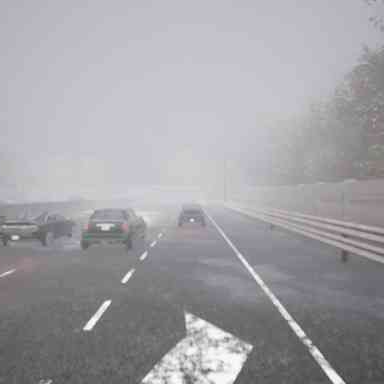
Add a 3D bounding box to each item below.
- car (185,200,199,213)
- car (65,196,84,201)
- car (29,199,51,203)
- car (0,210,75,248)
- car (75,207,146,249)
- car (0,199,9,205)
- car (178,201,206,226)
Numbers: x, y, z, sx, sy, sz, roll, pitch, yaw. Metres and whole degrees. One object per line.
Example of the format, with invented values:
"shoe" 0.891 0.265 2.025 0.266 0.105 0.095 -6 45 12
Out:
"car" -0.001 1.850 43.456 1.812 1.442 4.674 0 -1 0
"car" -21.010 1.692 59.729 2.150 2.045 5.566 0 0 0
"car" -24.503 2.003 52.061 1.895 1.301 4.718 0 0 0
"car" -6.900 1.593 15.420 2.128 1.511 4.902 0 0 0
"car" -3.401 1.452 15.216 2.097 1.767 4.553 0 0 0
"car" -31.507 1.896 53.369 1.882 1.535 5.008 0 1 0
"car" -0.001 1.676 24.802 1.837 1.490 4.892 0 0 0
